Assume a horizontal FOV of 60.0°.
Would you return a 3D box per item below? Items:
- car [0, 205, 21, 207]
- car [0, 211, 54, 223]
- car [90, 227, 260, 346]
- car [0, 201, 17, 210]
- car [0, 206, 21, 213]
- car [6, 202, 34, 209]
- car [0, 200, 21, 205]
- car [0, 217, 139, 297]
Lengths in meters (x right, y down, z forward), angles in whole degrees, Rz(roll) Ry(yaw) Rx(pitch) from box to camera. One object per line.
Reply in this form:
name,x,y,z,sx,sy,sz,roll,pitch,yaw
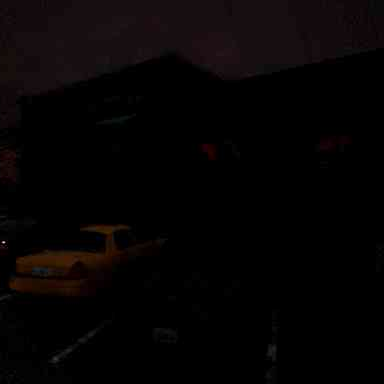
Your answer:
car,-9.354,1.485,13.605,2.097,1.535,5.008,1,-1,16
car,-4.524,1.486,10.164,2.097,1.535,5.008,0,-1,15
car,0.290,1.516,6.702,2.163,1.488,4.792,1,-1,15
car,-36.982,2.605,64.520,5.366,1.575,1.946,0,-2,15
car,-6.895,1.485,12.064,1.946,1.575,5.366,0,-1,16
car,-34.841,2.740,67.261,4.792,1.488,2.163,0,-2,15
car,-27.041,2.289,46.441,5.366,1.575,1.946,2,-2,15
car,-2.078,1.486,8.628,1.946,1.575,5.366,0,-1,16
